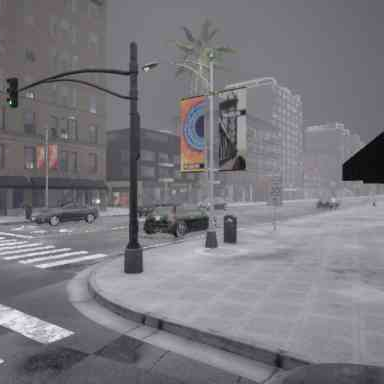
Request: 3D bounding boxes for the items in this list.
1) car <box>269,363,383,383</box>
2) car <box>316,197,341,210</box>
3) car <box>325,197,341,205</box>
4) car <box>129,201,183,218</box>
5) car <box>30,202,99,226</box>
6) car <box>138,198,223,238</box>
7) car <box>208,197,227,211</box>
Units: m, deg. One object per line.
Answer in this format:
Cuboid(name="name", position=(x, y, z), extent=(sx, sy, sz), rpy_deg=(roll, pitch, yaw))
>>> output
Cuboid(name="car", position=(2.218, 1.551, 1.268), extent=(4.403, 1.369, 2.008), rpy_deg=(0, 0, 35))
Cuboid(name="car", position=(18.527, 1.451, 45.246), extent=(2.097, 1.767, 4.553), rpy_deg=(0, 0, 35))
Cuboid(name="car", position=(26.381, 1.711, 62.054), extent=(1.994, 1.385, 4.181), rpy_deg=(0, 0, 35))
Cuboid(name="car", position=(-3.286, 1.580, 31.536), extent=(2.033, 1.411, 5.357), rpy_deg=(0, 0, 35))
Cuboid(name="car", position=(-8.905, 1.520, 23.555), extent=(1.837, 1.490, 4.892), rpy_deg=(0, 0, 35))
Cuboid(name="car", position=(-0.474, 1.381, 18.245), extent=(2.097, 1.767, 4.553), rpy_deg=(0, 0, 35))
Cuboid(name="car", position=(2.361, 1.404, 39.546), extent=(2.097, 1.767, 4.553), rpy_deg=(0, 0, 35))
